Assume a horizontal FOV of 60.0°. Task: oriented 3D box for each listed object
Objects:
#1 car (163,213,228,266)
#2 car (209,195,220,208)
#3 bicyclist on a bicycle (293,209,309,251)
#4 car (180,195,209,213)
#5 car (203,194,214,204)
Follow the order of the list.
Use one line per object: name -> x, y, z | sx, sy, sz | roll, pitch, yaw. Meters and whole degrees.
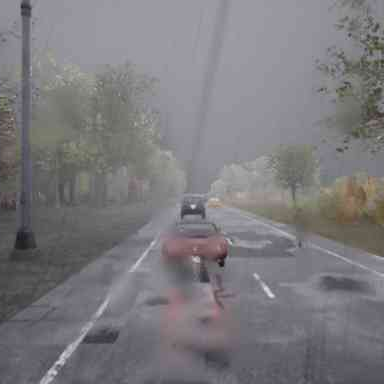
car -> 0.098, 1.656, 11.729 | 1.895, 1.301, 4.718 | 0, 0, 0
car -> 3.598, 1.736, 54.831 | 1.882, 1.535, 5.008 | 0, 0, 0
bicyclist on a bicycle -> 4.465, 1.517, 13.617 | 0.582, 1.620, 1.656 | 0, -1, 0
car -> 0.096, 1.363, 30.302 | 2.150, 2.045, 5.566 | 0, 0, 0
car -> 3.497, 1.572, 73.417 | 2.150, 2.045, 5.566 | 0, 0, 0
